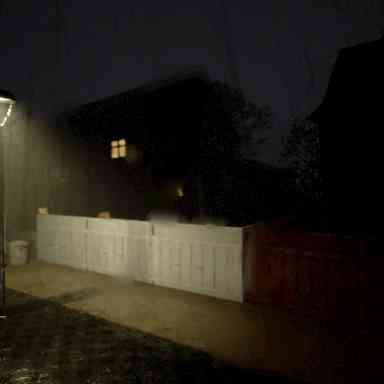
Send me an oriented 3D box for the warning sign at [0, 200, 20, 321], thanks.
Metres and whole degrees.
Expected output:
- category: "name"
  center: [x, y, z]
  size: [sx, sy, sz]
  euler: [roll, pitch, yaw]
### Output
- category: "warning sign"
  center: [-3.659, 1.114, 5.144]
  size: [1.060, 1.860, 1.300]
  euler: [-3, 1, 35]
